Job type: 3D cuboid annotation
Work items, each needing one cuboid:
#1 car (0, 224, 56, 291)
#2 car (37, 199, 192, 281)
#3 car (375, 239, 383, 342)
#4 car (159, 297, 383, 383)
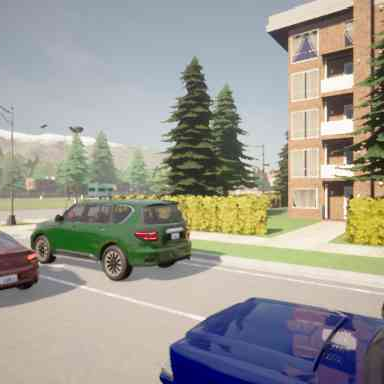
[{"bbox_3d":[-5.403,1.523,7.790,4.674,1.442,1.812,0,0,36],"label":"car"},{"bbox_3d":[-2.599,1.219,10.083,5.566,2.045,2.150,0,0,36],"label":"car"},{"bbox_3d":[5.073,1.564,4.678,4.181,1.385,1.994,0,0,35],"label":"car"},{"bbox_3d":[2.036,1.601,2.543,4.718,1.301,1.895,0,0,35],"label":"car"}]
